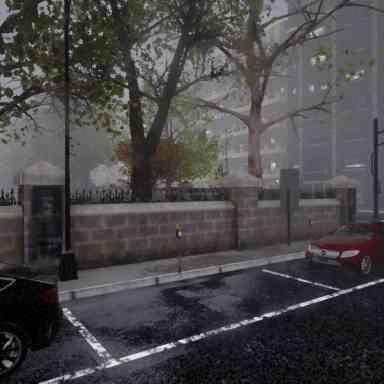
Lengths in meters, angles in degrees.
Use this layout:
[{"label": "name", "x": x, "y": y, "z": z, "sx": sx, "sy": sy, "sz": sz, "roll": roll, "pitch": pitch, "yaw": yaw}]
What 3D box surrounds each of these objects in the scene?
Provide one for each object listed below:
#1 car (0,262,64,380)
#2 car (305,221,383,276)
[{"label": "car", "x": -3.791, "y": 1.566, "z": 3.886, "sx": 4.313, "sy": 1.339, "sz": 1.947, "roll": 0, "pitch": 0, "yaw": -35}, {"label": "car", "x": 5.279, "y": 1.581, "z": 10.232, "sx": 4.206, "sy": 1.307, "sz": 1.802, "roll": 0, "pitch": 0, "yaw": -35}]
